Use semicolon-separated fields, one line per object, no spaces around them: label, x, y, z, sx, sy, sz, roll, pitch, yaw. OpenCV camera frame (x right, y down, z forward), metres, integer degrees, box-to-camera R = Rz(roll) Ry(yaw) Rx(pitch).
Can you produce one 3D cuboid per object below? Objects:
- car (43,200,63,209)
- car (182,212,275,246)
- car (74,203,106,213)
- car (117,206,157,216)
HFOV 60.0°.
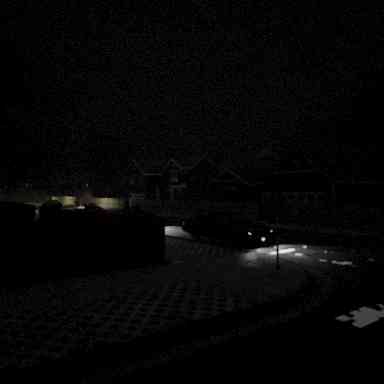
car;-19.183;1.827;45.786;1.882;1.535;5.008;-1;0;-36
car;1.574;1.709;16.774;2.033;1.411;5.357;-1;0;-36
car;-10.274;1.824;33.263;2.033;1.411;5.357;-1;0;-35
car;-4.219;1.788;24.843;1.994;1.385;4.181;-1;0;-35
